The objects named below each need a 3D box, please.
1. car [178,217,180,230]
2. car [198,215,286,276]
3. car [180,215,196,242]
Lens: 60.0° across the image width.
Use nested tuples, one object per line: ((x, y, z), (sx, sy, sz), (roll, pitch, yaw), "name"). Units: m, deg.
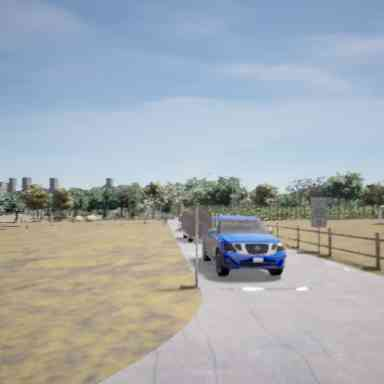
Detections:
((-0.490, 3.849, 38.679), (1.895, 1.301, 4.718), (1, -4, -5), "car")
((1.768, 1.934, 13.140), (2.150, 2.045, 5.566), (1, -3, -7), "car")
((0.618, 2.649, 25.381), (2.150, 2.045, 5.566), (1, -4, -7), "car")
